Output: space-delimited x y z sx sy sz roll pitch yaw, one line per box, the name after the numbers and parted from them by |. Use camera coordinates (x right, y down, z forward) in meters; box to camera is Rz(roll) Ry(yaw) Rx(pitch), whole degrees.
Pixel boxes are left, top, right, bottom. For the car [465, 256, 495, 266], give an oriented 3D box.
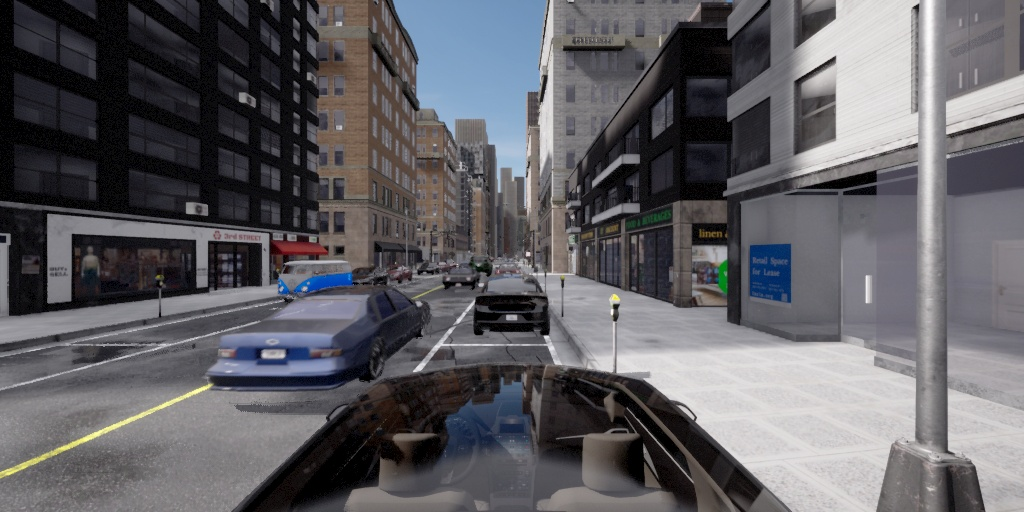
-3.149 0.978 36.480 2.150 2.045 5.566 0 0 0 | car

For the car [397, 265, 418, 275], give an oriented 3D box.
-8.813 1.335 27.331 1.802 1.307 4.207 0 0 0 | car

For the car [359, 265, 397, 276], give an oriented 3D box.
-8.813 1.317 21.829 1.948 1.339 4.313 0 0 0 | car

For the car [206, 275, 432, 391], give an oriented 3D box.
-3.046 1.297 7.089 2.033 1.411 5.357 0 0 0 | car

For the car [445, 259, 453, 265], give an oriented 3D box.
-8.814 1.341 43.834 1.802 1.307 4.207 0 0 0 | car

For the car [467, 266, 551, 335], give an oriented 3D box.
-0.006 1.228 10.500 1.882 1.535 5.008 0 0 0 | car

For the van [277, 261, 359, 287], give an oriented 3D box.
-8.813 1.091 16.328 1.690 1.789 3.998 0 0 0 | van

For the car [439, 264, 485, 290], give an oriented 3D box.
-3.046 1.352 22.694 1.895 1.301 4.718 0 0 0 | car

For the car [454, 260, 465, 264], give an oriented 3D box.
-6.157 1.309 49.116 2.033 1.411 5.357 0 0 0 | car

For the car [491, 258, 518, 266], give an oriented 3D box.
-0.288 1.193 27.330 1.967 1.591 4.097 0 0 0 | car

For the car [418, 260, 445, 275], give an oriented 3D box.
-8.813 1.322 38.333 1.948 1.339 4.313 0 0 0 | car
